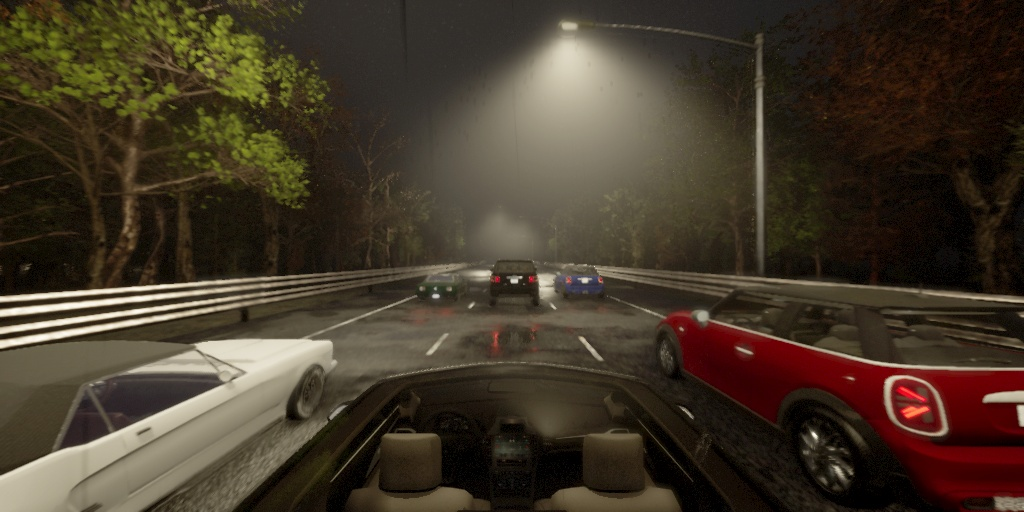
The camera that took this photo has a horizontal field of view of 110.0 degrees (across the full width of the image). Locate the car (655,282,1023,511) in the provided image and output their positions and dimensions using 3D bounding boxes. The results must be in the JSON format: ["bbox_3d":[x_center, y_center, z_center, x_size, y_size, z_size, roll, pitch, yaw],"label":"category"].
[{"bbox_3d":[3.599,1.134,4.566,2.097,1.767,4.553,0,-1,0],"label":"car"}]

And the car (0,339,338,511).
[{"bbox_3d":[-3.401,1.365,2.957,1.895,1.301,4.718,0,-1,0],"label":"car"}]

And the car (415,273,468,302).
[{"bbox_3d":[-3.397,1.532,18.276,1.895,1.301,4.718,0,-1,0],"label":"car"}]

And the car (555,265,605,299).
[{"bbox_3d":[3.604,1.299,19.818,2.097,1.767,4.553,0,-1,0],"label":"car"}]

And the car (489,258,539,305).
[{"bbox_3d":[0.102,1.142,17.267,2.150,2.045,5.566,0,-1,0],"label":"car"}]
